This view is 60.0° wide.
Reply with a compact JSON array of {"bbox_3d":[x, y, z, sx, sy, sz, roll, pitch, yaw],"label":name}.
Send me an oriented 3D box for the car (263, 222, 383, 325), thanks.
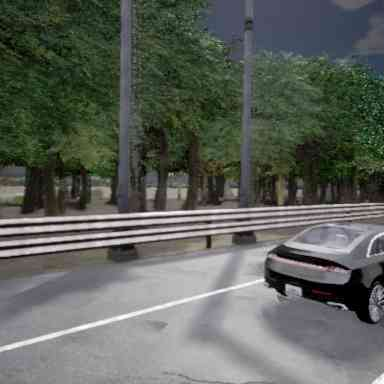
[{"bbox_3d":[3.561,1.406,7.016,4.902,1.511,2.128,0,1,-39],"label":"car"}]
